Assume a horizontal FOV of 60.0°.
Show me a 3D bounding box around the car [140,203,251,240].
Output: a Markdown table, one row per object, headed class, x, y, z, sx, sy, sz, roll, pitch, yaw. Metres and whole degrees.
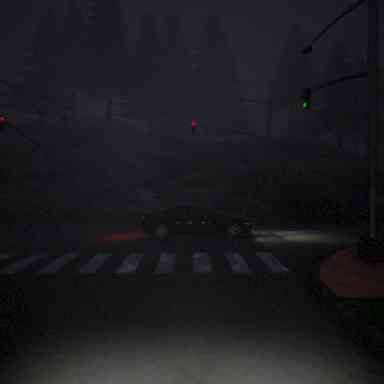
| class | x | y | z | sx | sy | sz | roll | pitch | yaw |
| --- | --- | --- | --- | --- | --- | --- | --- | --- | --- |
| car | 0.171 | 1.256 | 15.089 | 5.008 | 1.535 | 1.882 | 0 | 1 | 0 |
